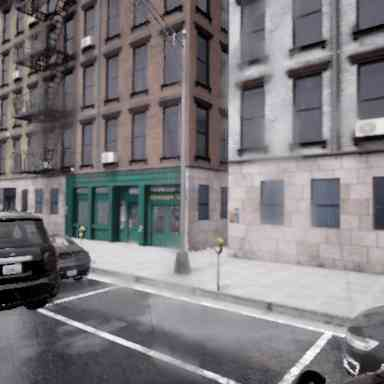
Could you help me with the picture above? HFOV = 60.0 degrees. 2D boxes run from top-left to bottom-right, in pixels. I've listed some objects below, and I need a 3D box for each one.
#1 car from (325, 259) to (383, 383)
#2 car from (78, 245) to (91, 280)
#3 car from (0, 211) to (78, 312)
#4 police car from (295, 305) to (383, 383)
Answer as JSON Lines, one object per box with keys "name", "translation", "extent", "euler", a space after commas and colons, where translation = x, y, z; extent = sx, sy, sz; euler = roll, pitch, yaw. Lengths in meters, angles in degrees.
{"name": "car", "translation": [3.874, 1.701, 3.237], "extent": [4.403, 1.369, 2.008], "euler": [-1, -2, 37]}
{"name": "car", "translation": [-4.783, 1.842, 9.735], "extent": [4.403, 1.369, 2.008], "euler": [-1, -2, 37]}
{"name": "car", "translation": [-5.093, 1.429, 7.287], "extent": [5.566, 2.045, 2.150], "euler": [-1, -2, 39]}
{"name": "police car", "translation": [2.910, 1.497, 1.146], "extent": [5.238, 1.638, 1.930], "euler": [0, -2, 25]}
